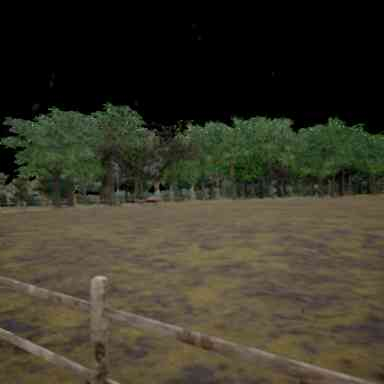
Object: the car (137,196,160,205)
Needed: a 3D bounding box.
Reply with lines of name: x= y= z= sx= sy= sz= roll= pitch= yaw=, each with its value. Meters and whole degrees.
car: x=-8.570 y=1.700 z=65.953 sx=4.553 sy=1.767 sz=2.097 roll=-1 pitch=-2 yaw=-37
